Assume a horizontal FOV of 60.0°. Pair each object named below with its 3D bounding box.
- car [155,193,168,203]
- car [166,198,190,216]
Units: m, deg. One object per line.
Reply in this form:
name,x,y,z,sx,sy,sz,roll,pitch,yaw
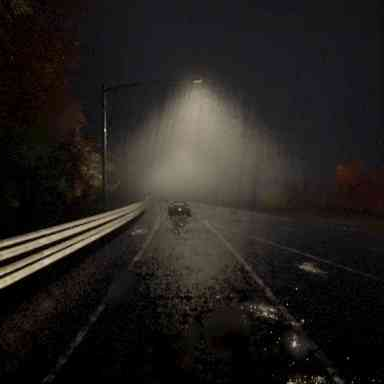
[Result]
car,-5.734,1.389,65.539,1.837,1.490,4.892,0,0,-10
car,-1.279,1.554,32.160,1.994,1.385,4.181,0,0,-5
